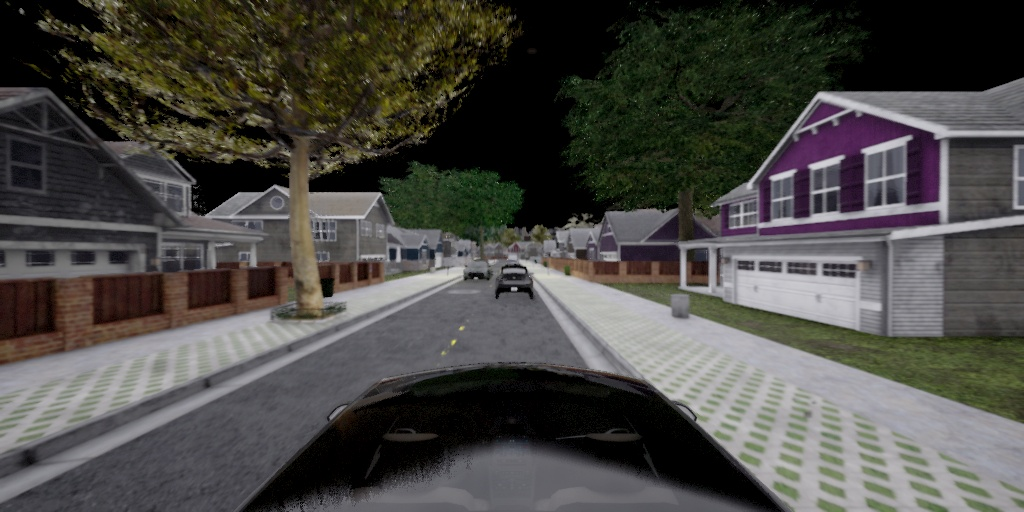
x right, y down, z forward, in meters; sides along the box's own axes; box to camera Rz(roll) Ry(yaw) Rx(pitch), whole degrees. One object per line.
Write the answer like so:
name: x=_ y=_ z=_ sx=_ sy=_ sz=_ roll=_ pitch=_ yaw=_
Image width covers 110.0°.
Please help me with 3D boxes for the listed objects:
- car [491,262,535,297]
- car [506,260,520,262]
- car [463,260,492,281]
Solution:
car: x=0.102 y=1.229 z=18.498 sx=1.837 sy=1.490 sz=4.892 roll=0 pitch=0 yaw=0
car: x=0.104 y=1.177 z=36.301 sx=2.128 sy=1.511 sz=4.902 roll=0 pitch=0 yaw=0
car: x=-2.747 y=1.107 z=29.579 sx=2.097 sy=1.767 sz=4.553 roll=0 pitch=0 yaw=0
